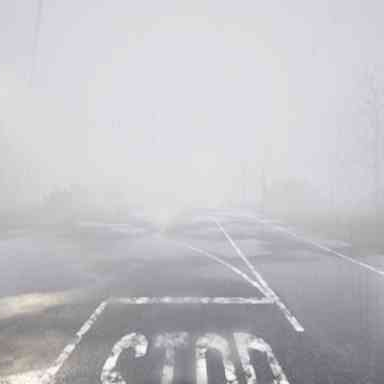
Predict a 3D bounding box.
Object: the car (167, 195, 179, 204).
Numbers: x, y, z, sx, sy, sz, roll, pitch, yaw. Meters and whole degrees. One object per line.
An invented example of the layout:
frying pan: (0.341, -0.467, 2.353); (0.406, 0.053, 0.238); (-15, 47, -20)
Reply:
car: (-3.418, 1.342, 61.106); (1.882, 1.535, 5.008); (0, 0, 0)
